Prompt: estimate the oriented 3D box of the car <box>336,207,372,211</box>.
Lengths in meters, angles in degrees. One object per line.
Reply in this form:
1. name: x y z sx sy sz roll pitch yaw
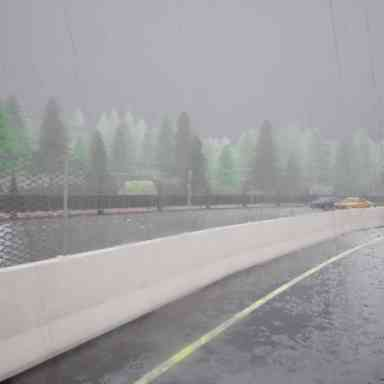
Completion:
1. car: 16.607 1.341 34.302 5.008 1.535 1.882 1 1 -37
